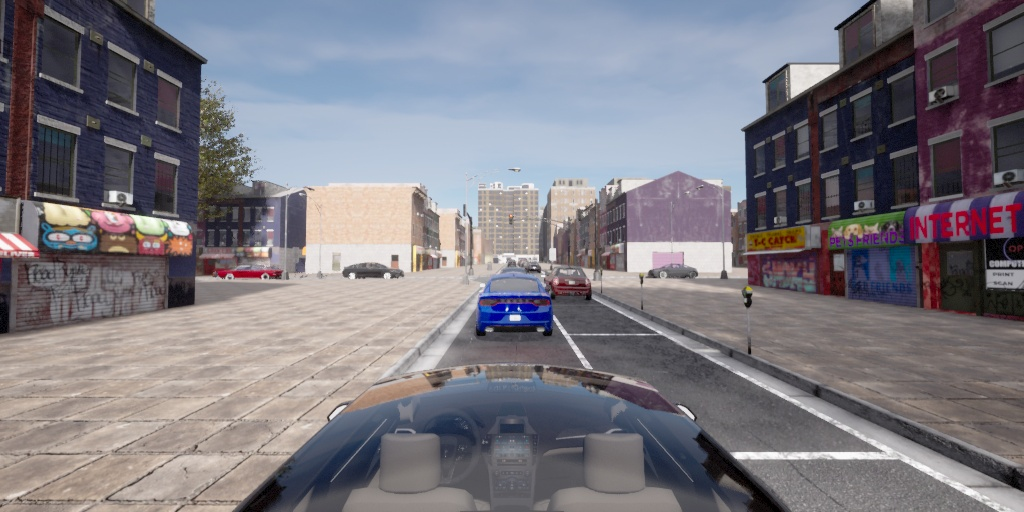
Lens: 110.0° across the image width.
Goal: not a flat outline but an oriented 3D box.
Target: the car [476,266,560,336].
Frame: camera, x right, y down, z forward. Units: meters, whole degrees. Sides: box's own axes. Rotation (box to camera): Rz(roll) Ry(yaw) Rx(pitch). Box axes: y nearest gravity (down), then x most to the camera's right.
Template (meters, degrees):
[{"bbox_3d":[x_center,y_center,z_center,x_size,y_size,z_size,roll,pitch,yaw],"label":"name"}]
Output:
[{"bbox_3d":[0.039,1.233,10.482,1.882,1.535,5.008,0,0,-1],"label":"car"}]

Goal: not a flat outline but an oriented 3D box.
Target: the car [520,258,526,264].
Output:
[{"bbox_3d":[2.633,1.448,55.609,1.751,1.417,4.829,0,0,0],"label":"car"}]

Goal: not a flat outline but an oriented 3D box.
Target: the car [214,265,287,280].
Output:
[{"bbox_3d":[-21.506,1.436,29.929,4.718,1.301,1.895,-1,-2,0],"label":"car"}]

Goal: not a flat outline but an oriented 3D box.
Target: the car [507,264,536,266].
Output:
[{"bbox_3d":[0.098,1.292,18.022,1.812,1.442,4.674,0,0,0],"label":"car"}]

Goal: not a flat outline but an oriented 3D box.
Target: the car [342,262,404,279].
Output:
[{"bbox_3d":[-11.508,1.270,29.881,4.892,1.490,1.837,0,-2,2],"label":"car"}]

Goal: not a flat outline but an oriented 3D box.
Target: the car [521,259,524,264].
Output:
[{"bbox_3d":[2.633,1.452,50.002,1.948,1.339,4.313,0,0,0],"label":"car"}]

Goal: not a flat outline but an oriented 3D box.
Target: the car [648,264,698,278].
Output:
[{"bbox_3d":[14.605,1.379,32.653,4.181,1.385,1.994,0,-2,0],"label":"car"}]

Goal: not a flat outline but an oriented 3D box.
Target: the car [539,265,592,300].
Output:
[{"bbox_3d":[2.635,1.206,17.822,1.967,1.591,4.097,0,0,0],"label":"car"}]

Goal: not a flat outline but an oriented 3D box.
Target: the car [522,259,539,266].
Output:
[{"bbox_3d":[2.634,1.420,44.566,1.948,1.339,4.313,0,0,0],"label":"car"}]

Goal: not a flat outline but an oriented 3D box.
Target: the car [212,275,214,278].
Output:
[{"bbox_3d":[-24.243,1.505,32.897,5.357,1.411,2.033,-1,-2,0],"label":"car"}]
